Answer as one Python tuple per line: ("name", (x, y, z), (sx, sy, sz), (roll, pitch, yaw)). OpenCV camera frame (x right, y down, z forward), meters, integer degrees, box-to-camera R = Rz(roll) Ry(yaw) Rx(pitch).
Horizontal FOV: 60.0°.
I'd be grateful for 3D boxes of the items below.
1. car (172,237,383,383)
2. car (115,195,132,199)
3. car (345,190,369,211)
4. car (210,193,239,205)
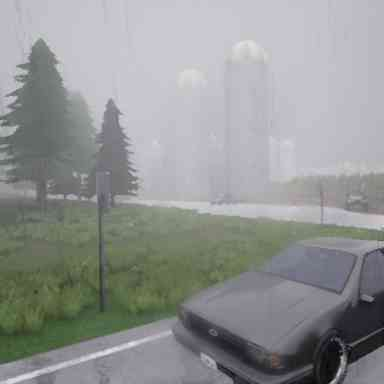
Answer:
("car", (2.352, 1.481, 5.282), (5.357, 1.411, 2.033), (-1, 1, -35))
("car", (-15.107, 1.011, 71.349), (4.181, 1.381, 1.994), (-1, 1, -36))
("car", (15.935, 0.789, 32.235), (1.905, 1.878, 3.866), (0, 0, 24))
("car", (4.306, 0.944, 44.648), (3.988, 1.617, 1.851), (-1, 1, -36))
